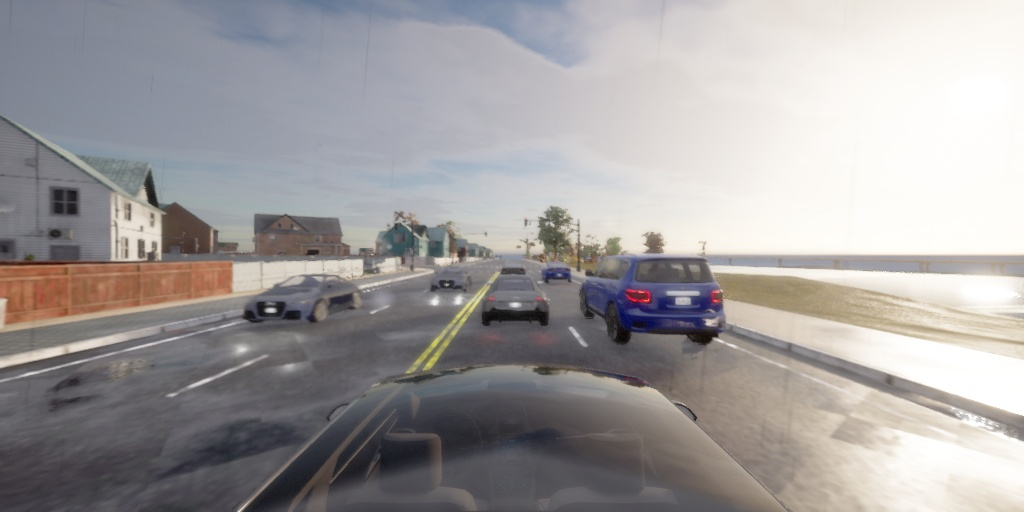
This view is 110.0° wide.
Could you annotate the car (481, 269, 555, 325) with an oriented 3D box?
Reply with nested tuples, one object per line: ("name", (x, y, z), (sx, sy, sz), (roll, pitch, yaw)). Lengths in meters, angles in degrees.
("car", (0.096, 1.299, 11.770), (1.994, 1.385, 4.181), (0, 0, 0))

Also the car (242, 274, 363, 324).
("car", (-6.600, 1.299, 11.808), (1.994, 1.385, 4.181), (0, 0, 0))

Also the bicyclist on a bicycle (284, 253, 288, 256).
("bicyclist on a bicycle", (-29.616, 0.490, 46.874), (0.582, 1.620, 1.656), (1, 0, -35))

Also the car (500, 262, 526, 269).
("car", (0.096, 1.193, 27.642), (1.882, 1.535, 5.008), (0, 0, 0))

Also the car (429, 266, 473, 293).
("car", (-3.348, 1.288, 20.385), (1.994, 1.385, 4.181), (0, 0, 0))

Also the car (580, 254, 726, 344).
("car", (3.345, 0.960, 9.685), (2.150, 2.045, 5.566), (0, 0, 0))

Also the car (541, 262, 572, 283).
("car", (3.346, 1.193, 27.613), (1.882, 1.535, 5.008), (0, 0, 0))
